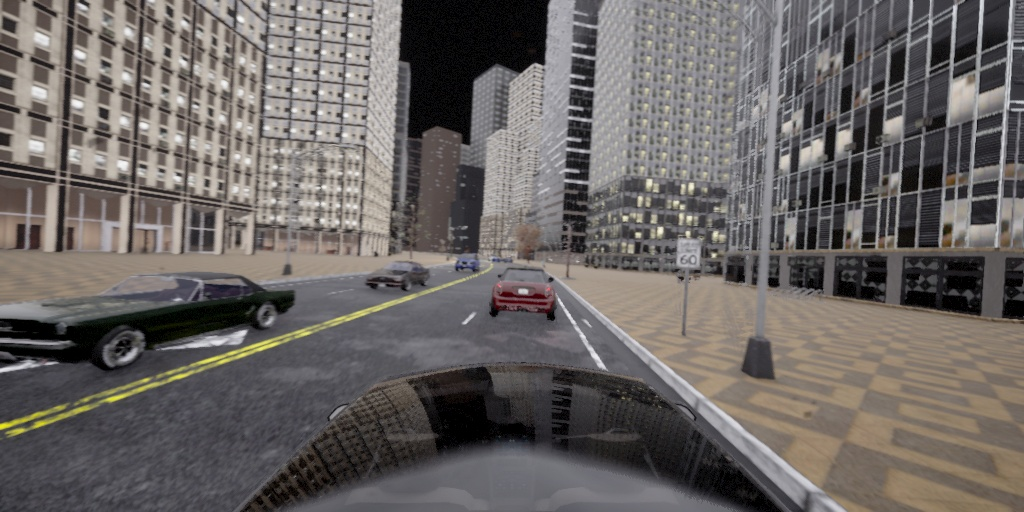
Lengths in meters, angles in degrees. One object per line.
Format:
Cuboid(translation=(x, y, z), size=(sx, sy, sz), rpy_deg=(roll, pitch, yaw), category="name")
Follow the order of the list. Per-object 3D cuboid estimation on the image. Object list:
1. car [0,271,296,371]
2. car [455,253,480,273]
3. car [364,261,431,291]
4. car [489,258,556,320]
Cuboid(translation=(-6.480, 0.984, 6.835), size=(1.895, 1.301, 4.718), rpy_deg=(3, 0, 3), category="car")
Cuboid(translation=(-4.840, 0.717, 39.886), size=(2.150, 2.045, 5.566), rpy_deg=(3, 0, 2), category="car")
Cuboid(translation=(-5.827, 0.977, 19.140), size=(2.033, 1.411, 5.357), rpy_deg=(3, 0, 3), category="car")
Cuboid(translation=(0.470, 1.137, 13.298), size=(2.097, 1.767, 4.553), rpy_deg=(3, 0, 3), category="car")
